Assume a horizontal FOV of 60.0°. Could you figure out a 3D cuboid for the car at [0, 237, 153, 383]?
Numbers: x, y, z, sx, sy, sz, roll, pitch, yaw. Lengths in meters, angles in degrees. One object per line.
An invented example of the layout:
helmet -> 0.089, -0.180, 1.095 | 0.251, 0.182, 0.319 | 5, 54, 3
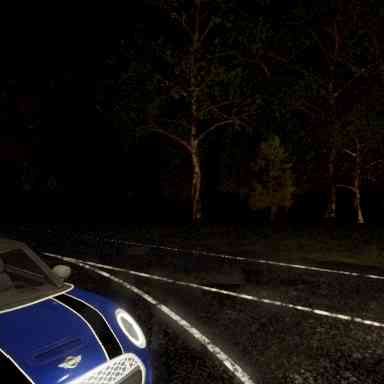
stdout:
car -> -2.596, 1.338, 3.735 | 4.553, 1.767, 2.097 | 1, 0, 35
